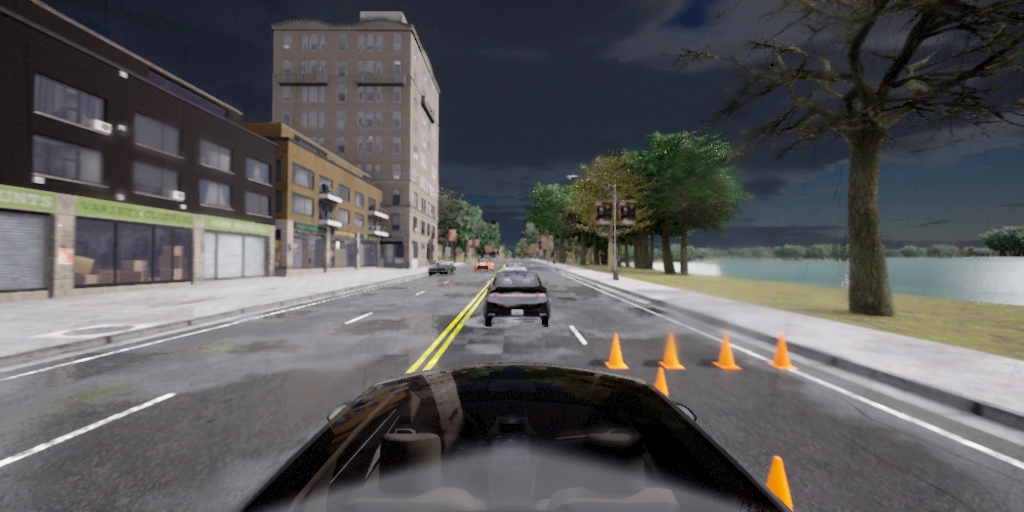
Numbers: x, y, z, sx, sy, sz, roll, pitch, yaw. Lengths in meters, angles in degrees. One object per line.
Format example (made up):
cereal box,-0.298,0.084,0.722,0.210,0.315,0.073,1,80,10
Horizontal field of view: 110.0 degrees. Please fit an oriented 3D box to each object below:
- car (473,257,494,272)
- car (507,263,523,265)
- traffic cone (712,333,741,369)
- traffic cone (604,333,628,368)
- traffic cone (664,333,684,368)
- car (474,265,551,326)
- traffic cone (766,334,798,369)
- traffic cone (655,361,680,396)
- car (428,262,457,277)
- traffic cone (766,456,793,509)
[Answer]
car,-3.130,0.925,40.508,2.097,1.767,4.553,0,0,0
car,0.269,1.233,32.044,1.895,1.301,4.718,0,0,0
traffic cone,3.887,1.702,6.509,0.340,0.580,0.340,0,0,0
traffic cone,1.888,1.697,6.521,0.340,0.580,0.340,0,0,0
traffic cone,2.888,1.699,6.514,0.340,0.580,0.340,0,0,0
car,0.150,1.215,11.570,2.128,1.511,4.902,0,0,0
traffic cone,4.887,1.704,6.503,0.340,0.580,0.340,0,0,0
traffic cone,1.876,1.702,4.520,0.340,0.580,0.340,0,0,0
car,-6.423,1.212,33.318,1.895,1.301,4.718,0,0,0
traffic cone,1.865,1.707,2.520,0.340,0.580,0.340,0,0,0
